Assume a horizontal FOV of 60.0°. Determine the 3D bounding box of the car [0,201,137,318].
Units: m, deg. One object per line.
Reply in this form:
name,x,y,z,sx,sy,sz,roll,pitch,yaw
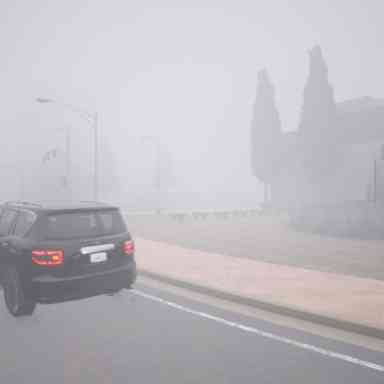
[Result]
car,-3.516,1.224,7.746,2.150,2.045,5.566,0,0,-44
